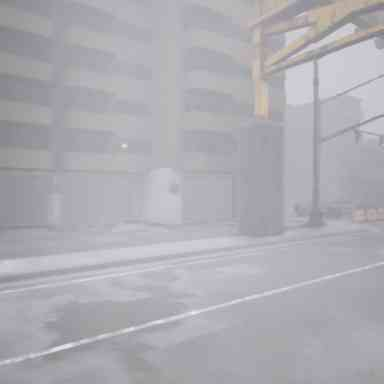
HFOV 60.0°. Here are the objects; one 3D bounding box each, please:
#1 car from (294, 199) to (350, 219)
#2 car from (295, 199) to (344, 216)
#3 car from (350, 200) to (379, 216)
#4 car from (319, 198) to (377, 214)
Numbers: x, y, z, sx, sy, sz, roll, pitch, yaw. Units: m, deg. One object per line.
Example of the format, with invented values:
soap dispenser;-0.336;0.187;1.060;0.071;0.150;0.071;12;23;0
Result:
car;10.728;1.390;28.311;2.038;1.542;4.974;0;0;-11
car;10.718;1.232;28.362;1.853;1.218;4.536;0;0;-11
car;14.296;1.385;30.472;4.974;1.542;2.038;0;0;34
car;14.253;1.228;30.501;4.536;1.218;1.853;0;0;34
